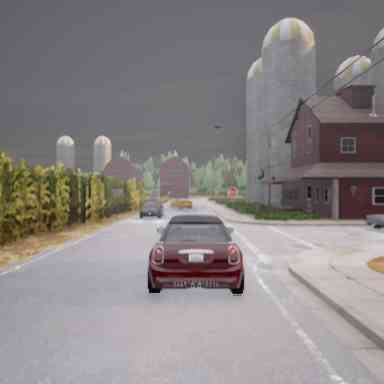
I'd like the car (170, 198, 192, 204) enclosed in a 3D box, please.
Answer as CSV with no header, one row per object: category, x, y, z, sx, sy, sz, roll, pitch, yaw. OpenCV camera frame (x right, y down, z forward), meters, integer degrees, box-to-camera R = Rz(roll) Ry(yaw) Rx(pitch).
car,-1.662,1.615,47.875,1.882,1.535,5.008,0,0,-24

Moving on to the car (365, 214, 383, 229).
car,12.957,1.631,19.755,4.718,1.301,1.895,0,0,-1

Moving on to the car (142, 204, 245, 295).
car,0.090,1.378,8.967,2.097,1.767,4.553,0,0,0

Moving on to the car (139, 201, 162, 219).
car,-3.591,1.590,30.298,1.837,1.490,4.892,0,0,0
